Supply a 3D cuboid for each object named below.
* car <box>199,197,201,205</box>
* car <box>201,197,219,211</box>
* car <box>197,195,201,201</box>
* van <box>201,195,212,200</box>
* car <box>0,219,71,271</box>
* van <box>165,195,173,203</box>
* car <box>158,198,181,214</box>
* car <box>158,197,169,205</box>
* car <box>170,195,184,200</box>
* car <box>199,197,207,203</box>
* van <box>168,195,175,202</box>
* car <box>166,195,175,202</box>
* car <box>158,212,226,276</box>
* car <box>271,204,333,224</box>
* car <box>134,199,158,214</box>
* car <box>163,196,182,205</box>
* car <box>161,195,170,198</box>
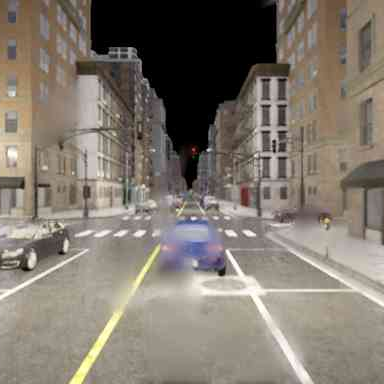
[{"bbox_3d":[2.584,1.806,53.996,1.802,1.307,4.206,0,0,0],"label":"car"},{"bbox_3d":[2.593,1.730,43.184,2.008,1.369,4.403,0,0,0],"label":"car"},{"bbox_3d":[2.574,1.583,64.809,2.192,1.841,5.009,0,0,0],"label":"car"},{"bbox_3d":[2.588,1.543,48.591,1.690,1.788,3.998,0,0,0],"label":"van"},{"bbox_3d":[-5.398,1.597,10.892,2.008,1.369,4.403,0,0,0],"label":"car"},{"bbox_3d":[-5.519,1.676,81.017,1.690,1.788,3.998,0,0,0],"label":"van"},{"bbox_3d":[-2.857,1.706,38.225,2.033,1.411,5.357,0,0,4],"label":"car"},{"bbox_3d":[-5.485,1.792,64.628,1.752,1.417,4.829,0,0,0],"label":"car"},{"bbox_3d":[-2.824,1.740,63.541,1.882,1.535,5.008,0,0,0],"label":"car"},{"bbox_3d":[2.560,1.862,81.196,1.752,1.417,4.829,0,0,0],"label":"car"},{"bbox_3d":[-5.541,1.721,91.830,1.690,1.788,3.998,0,0,0],"label":"van"},{"bbox_3d":[-5.530,1.673,86.423,2.192,1.841,5.009,0,0,0],"label":"car"},{"bbox_3d":[0.008,1.570,10.351,1.812,1.442,4.674,0,0,0],"label":"car"},{"bbox_3d":[8.476,1.688,25.747,4.674,1.442,1.812,0,0,-6],"label":"car"},{"bbox_3d":[-5.430,1.707,37.767,2.008,1.369,4.403,0,0,0],"label":"car"},{"bbox_3d":[-2.856,1.728,48.836,1.812,1.442,4.674,0,0,0],"label":"car"},{"bbox_3d":[-5.475,1.686,59.393,1.967,1.590,4.097,0,0,0],"label":"car"}]
